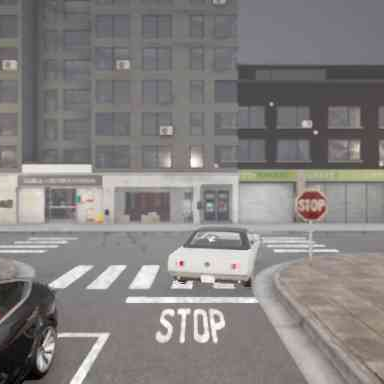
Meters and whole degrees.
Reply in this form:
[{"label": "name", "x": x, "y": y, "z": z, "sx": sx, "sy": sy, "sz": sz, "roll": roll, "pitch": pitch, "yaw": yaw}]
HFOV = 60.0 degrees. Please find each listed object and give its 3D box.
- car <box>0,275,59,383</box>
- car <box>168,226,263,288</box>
[{"label": "car", "x": -2.639, "y": 1.575, "z": 2.829, "sx": 1.947, "sy": 1.339, "sz": 4.313, "roll": 0, "pitch": 0, "yaw": 0}, {"label": "car", "x": 0.927, "y": 1.632, "z": 9.469, "sx": 1.895, "sy": 1.301, "sz": 4.718, "roll": 0, "pitch": 0, "yaw": 15}]
